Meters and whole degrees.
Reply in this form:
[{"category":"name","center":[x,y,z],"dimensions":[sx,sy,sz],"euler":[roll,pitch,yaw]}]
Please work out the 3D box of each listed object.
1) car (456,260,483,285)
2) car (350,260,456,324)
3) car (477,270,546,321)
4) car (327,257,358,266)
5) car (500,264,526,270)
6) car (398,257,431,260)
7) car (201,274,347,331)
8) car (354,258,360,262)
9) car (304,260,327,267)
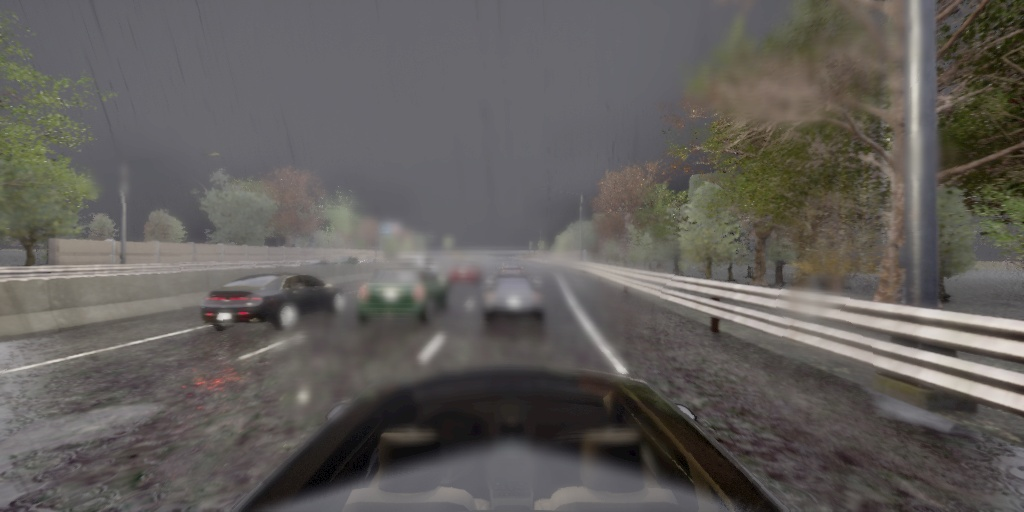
[{"category":"car","center":[-3.429,1.183,27.335],"dimensions":[2.097,1.767,4.553],"euler":[0,0,0]},{"category":"car","center":[-3.430,1.133,12.322],"dimensions":[2.097,1.767,4.553],"euler":[0,0,0]},{"category":"car","center":[0.072,1.346,12.566],"dimensions":[1.994,1.385,4.181],"euler":[0,0,0]},{"category":"car","center":[-24.544,1.155,53.252],"dimensions":[2.150,2.045,5.566],"euler":[0,0,1]},{"category":"car","center":[0.073,1.325,27.647],"dimensions":[2.128,1.511,4.902],"euler":[0,0,0]},{"category":"car","center":[-6.934,1.053,26.473],"dimensions":[2.150,2.045,5.566],"euler":[0,0,0]},{"category":"car","center":[-6.937,1.281,11.131],"dimensions":[1.837,1.490,4.892],"euler":[0,-1,0]},{"category":"car","center":[-21.049,1.428,53.609],"dimensions":[2.128,1.511,4.902],"euler":[0,0,1]},{"category":"car","center":[-28.047,1.408,52.006],"dimensions":[1.882,1.535,5.008],"euler":[0,0,0]}]
